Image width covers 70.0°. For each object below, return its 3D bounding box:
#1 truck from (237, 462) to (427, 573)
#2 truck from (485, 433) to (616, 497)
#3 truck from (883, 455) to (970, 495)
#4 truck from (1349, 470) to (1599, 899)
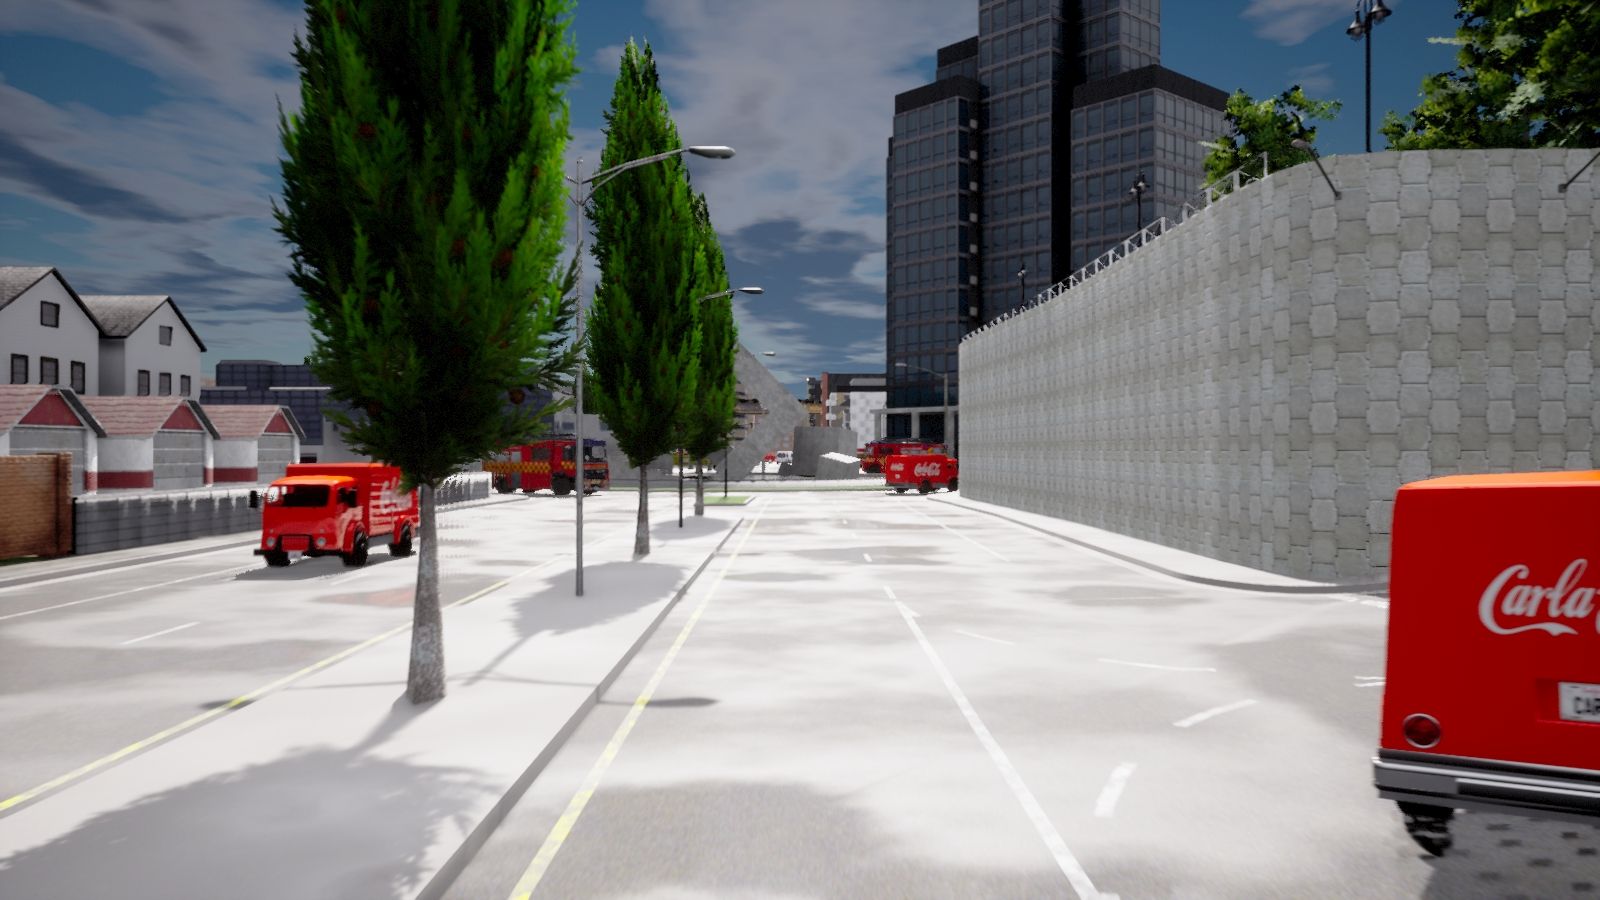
[{"bbox_3d":[-11.496,1.568,28.605,2.627,2.467,5.204,0,0,0],"label":"truck"},{"bbox_3d":[-15.761,0.890,71.938,8.468,3.827,2.891,0,0,32],"label":"truck"},{"bbox_3d":[8.199,1.567,73.835,5.204,2.467,2.627,0,0,-36],"label":"truck"},{"bbox_3d":[6.128,1.399,8.700,2.627,2.467,5.204,-2,-2,35],"label":"truck"}]
